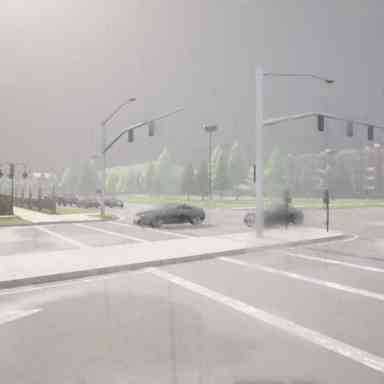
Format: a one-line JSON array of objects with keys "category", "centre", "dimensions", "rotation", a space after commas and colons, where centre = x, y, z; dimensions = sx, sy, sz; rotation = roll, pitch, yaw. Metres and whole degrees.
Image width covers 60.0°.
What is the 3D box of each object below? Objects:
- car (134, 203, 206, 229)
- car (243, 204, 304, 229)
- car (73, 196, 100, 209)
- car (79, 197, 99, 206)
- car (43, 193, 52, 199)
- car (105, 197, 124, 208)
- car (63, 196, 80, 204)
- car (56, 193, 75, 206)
[{"category": "car", "centre": [-1.360, 1.491, 21.433], "dimensions": [4.902, 1.511, 2.128], "rotation": [0, 0, -35]}, {"category": "car", "centre": [5.485, 1.525, 22.009], "dimensions": [4.674, 1.442, 1.812], "rotation": [0, 0, -35]}, {"category": "car", "centre": [-14.235, 1.601, 45.497], "dimensions": [1.895, 1.301, 4.718], "rotation": [0, 0, -36]}, {"category": "car", "centre": [-17.191, 1.564, 55.536], "dimensions": [1.994, 1.385, 4.181], "rotation": [0, 0, -36]}, {"category": "car", "centre": [-26.083, 1.221, 61.918], "dimensions": [2.150, 2.045, 5.566], "rotation": [0, 0, -35]}, {"category": "car", "centre": [-11.429, 1.491, 47.593], "dimensions": [2.128, 1.511, 4.902], "rotation": [0, 0, -36]}, {"category": "car", "centre": [-23.000, 1.564, 63.630], "dimensions": [1.994, 1.385, 4.181], "rotation": [0, 0, -36]}, {"category": "car", "centre": [-19.947, 1.221, 53.372], "dimensions": [2.150, 2.045, 5.566], "rotation": [0, 0, -36]}]
